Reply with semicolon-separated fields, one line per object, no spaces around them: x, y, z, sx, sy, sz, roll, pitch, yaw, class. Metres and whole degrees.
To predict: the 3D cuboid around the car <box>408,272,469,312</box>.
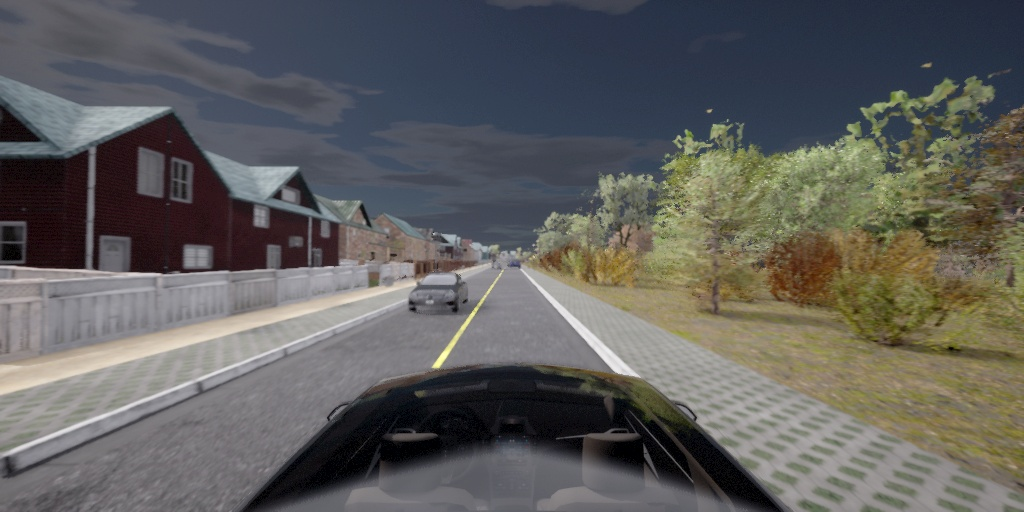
-2.886;1.390;14.916;1.812;1.442;4.674;0;-1;0;car
